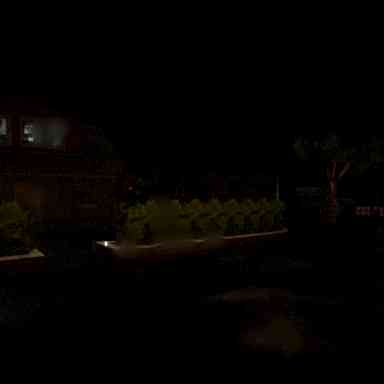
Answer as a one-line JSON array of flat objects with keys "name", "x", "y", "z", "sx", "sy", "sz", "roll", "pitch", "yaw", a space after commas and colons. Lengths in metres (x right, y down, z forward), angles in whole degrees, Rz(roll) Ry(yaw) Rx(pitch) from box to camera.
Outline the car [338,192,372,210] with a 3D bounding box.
[{"name": "car", "x": 17.407, "y": 0.985, "z": 36.196, "sx": 3.866, "sy": 1.878, "sz": 1.905, "roll": 0, "pitch": 0, "yaw": 0}]
